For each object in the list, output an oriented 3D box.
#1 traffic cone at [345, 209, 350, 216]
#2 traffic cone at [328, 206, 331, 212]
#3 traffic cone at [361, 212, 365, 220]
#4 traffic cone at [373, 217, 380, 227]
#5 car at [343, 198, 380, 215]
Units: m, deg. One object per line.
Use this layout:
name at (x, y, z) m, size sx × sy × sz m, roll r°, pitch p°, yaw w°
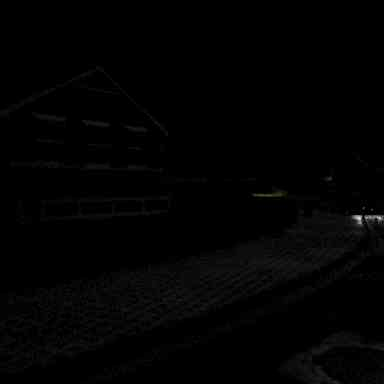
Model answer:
traffic cone at (13.804, 1.795, 29.589) m, size 0.340 × 0.580 × 0.340 m, roll -1°, pitch 0°, yaw 8°
traffic cone at (14.204, 1.778, 34.284) m, size 0.340 × 0.580 × 0.340 m, roll -1°, pitch 0°, yaw 2°
traffic cone at (12.866, 1.818, 24.972) m, size 0.340 × 0.580 × 0.340 m, roll -1°, pitch 0°, yaw 15°
traffic cone at (11.363, 1.845, 20.502) m, size 0.340 × 0.580 × 0.340 m, roll -1°, pitch 0°, yaw 28°
car at (15.792, 1.314, 31.256) m, size 1.837 × 1.490 × 4.892 m, roll 0°, pitch 0°, yaw 5°
